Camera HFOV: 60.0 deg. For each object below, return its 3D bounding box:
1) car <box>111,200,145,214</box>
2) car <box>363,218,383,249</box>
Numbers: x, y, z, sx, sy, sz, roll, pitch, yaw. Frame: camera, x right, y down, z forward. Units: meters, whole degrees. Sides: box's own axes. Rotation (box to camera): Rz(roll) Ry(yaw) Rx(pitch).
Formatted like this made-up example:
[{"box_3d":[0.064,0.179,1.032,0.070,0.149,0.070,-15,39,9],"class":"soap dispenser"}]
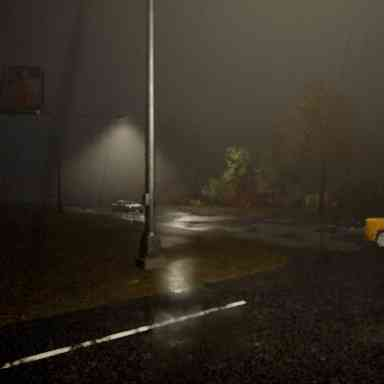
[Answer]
[{"box_3d":[-6.639,1.539,34.369,1.895,1.301,4.718,0,0,-36],"class":"car"},{"box_3d":[9.175,1.479,12.500,1.882,1.535,5.008,0,0,-36],"class":"car"}]
